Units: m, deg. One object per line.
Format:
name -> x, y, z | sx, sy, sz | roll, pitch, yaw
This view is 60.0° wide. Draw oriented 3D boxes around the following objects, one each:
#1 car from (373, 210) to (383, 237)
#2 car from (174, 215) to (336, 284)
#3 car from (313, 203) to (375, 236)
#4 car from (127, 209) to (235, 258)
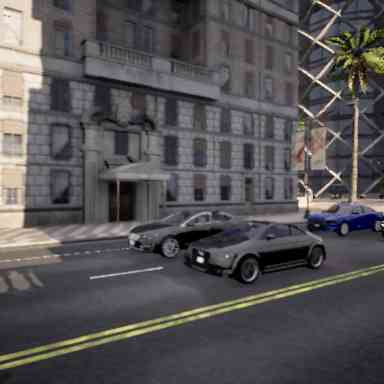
car -> 10.630, 1.536, 15.258 | 4.718, 1.301, 1.895 | 0, 0, -33
car -> 1.867, 1.510, 9.428 | 4.181, 1.385, 1.994 | 0, 0, -34
car -> 8.319, 1.390, 17.921 | 5.008, 1.535, 1.882 | 0, 0, -33
car -> 0.047, 1.415, 12.420 | 4.902, 1.511, 2.128 | 0, 0, -34
